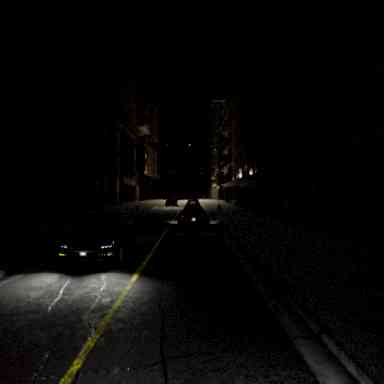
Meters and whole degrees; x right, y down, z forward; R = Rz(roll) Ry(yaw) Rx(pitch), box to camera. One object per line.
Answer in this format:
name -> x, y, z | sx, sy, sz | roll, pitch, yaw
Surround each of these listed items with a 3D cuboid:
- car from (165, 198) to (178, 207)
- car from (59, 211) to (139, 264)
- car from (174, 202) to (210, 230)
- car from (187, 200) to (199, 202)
car -> -3.071, 1.564, 50.596 | 2.033, 1.411, 5.357 | 0, 0, 0
car -> -3.099, 1.505, 11.882 | 1.837, 1.490, 4.892 | 0, 0, 0
car -> 0.102, 1.565, 21.179 | 1.994, 1.385, 4.181 | 0, 0, 0
car -> 0.107, 1.554, 36.599 | 2.033, 1.411, 5.357 | 0, 0, 0
